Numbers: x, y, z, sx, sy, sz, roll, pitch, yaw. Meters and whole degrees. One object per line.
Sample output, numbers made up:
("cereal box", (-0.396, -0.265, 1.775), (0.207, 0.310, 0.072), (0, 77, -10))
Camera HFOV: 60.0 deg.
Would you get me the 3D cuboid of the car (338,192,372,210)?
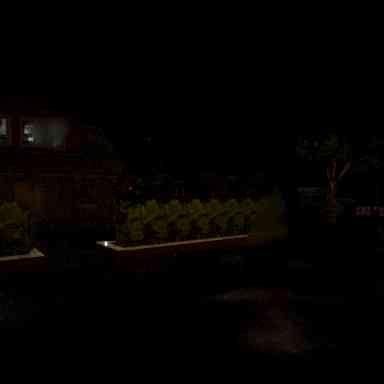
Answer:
("car", (17.407, 0.985, 36.196), (3.866, 1.878, 1.905), (0, 0, 0))
